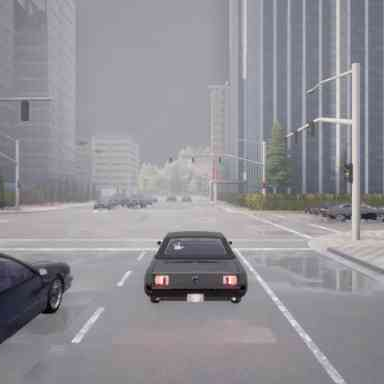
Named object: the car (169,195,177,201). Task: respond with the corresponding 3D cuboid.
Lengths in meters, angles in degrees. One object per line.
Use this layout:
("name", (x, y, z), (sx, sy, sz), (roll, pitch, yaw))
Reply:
("car", (-4.867, 1.524, 84.706), (1.812, 1.442, 4.674), (0, 0, -1))

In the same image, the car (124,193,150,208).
("car", (-7.911, 1.221, 48.169), (2.150, 2.045, 5.566), (0, 0, -1))

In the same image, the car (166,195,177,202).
("car", (-4.702, 1.500, 74.538), (1.837, 1.490, 4.892), (0, 0, -1))

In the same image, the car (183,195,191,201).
("car", (-1.367, 1.540, 84.774), (2.033, 1.411, 5.357), (0, 0, -1))

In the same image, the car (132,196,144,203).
("car", (-11.682, 1.546, 72.583), (1.994, 1.385, 4.181), (0, 0, -1))

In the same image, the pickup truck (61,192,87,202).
("pickup truck", (-24.753, 1.059, 69.215), (2.390, 2.098, 6.274), (0, 0, 30))

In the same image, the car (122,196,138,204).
("car", (-11.585, 1.491, 62.603), (2.128, 1.511, 4.902), (0, 0, -1))

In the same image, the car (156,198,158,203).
("car", (-8.113, 1.564, 67.965), (1.994, 1.385, 4.181), (0, 0, 0))

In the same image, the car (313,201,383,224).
("car", (11.874, 1.491, 24.307), (4.902, 1.511, 2.128), (0, 0, -1))

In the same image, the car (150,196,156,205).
("car", (-8.039, 1.352, 57.918), (2.097, 1.767, 4.553), (0, 0, -1))

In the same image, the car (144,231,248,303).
("car", (0.069, 1.601, 8.153), (1.895, 1.301, 4.718), (0, 0, 0))

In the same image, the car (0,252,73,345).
("car", (-3.435, 1.547, 4.558), (2.033, 1.411, 5.357), (0, 0, 0))

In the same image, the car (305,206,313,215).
("car", (13.590, 1.547, 31.559), (5.357, 1.411, 2.033), (0, 0, -3))

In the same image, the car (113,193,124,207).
("car", (-11.467, 1.221, 52.655), (2.150, 2.045, 5.566), (0, 0, -1))

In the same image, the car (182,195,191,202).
("car", (-1.212, 1.553, 74.999), (1.994, 1.385, 4.181), (0, 0, -1))

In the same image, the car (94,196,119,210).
("car", (-11.332, 1.564, 43.322), (1.994, 1.385, 4.181), (0, 0, -1))
